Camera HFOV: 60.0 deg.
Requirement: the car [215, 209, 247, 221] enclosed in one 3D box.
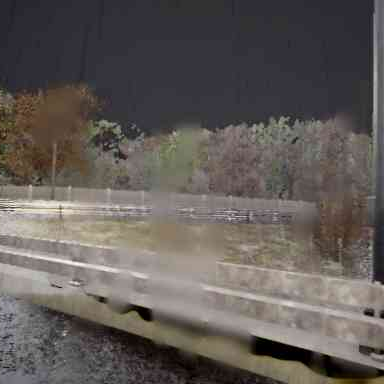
[{"bbox_3d":[5.051,2.914,42.972,4.892,1.490,1.837,4,-1,-24],"label":"car"}]
